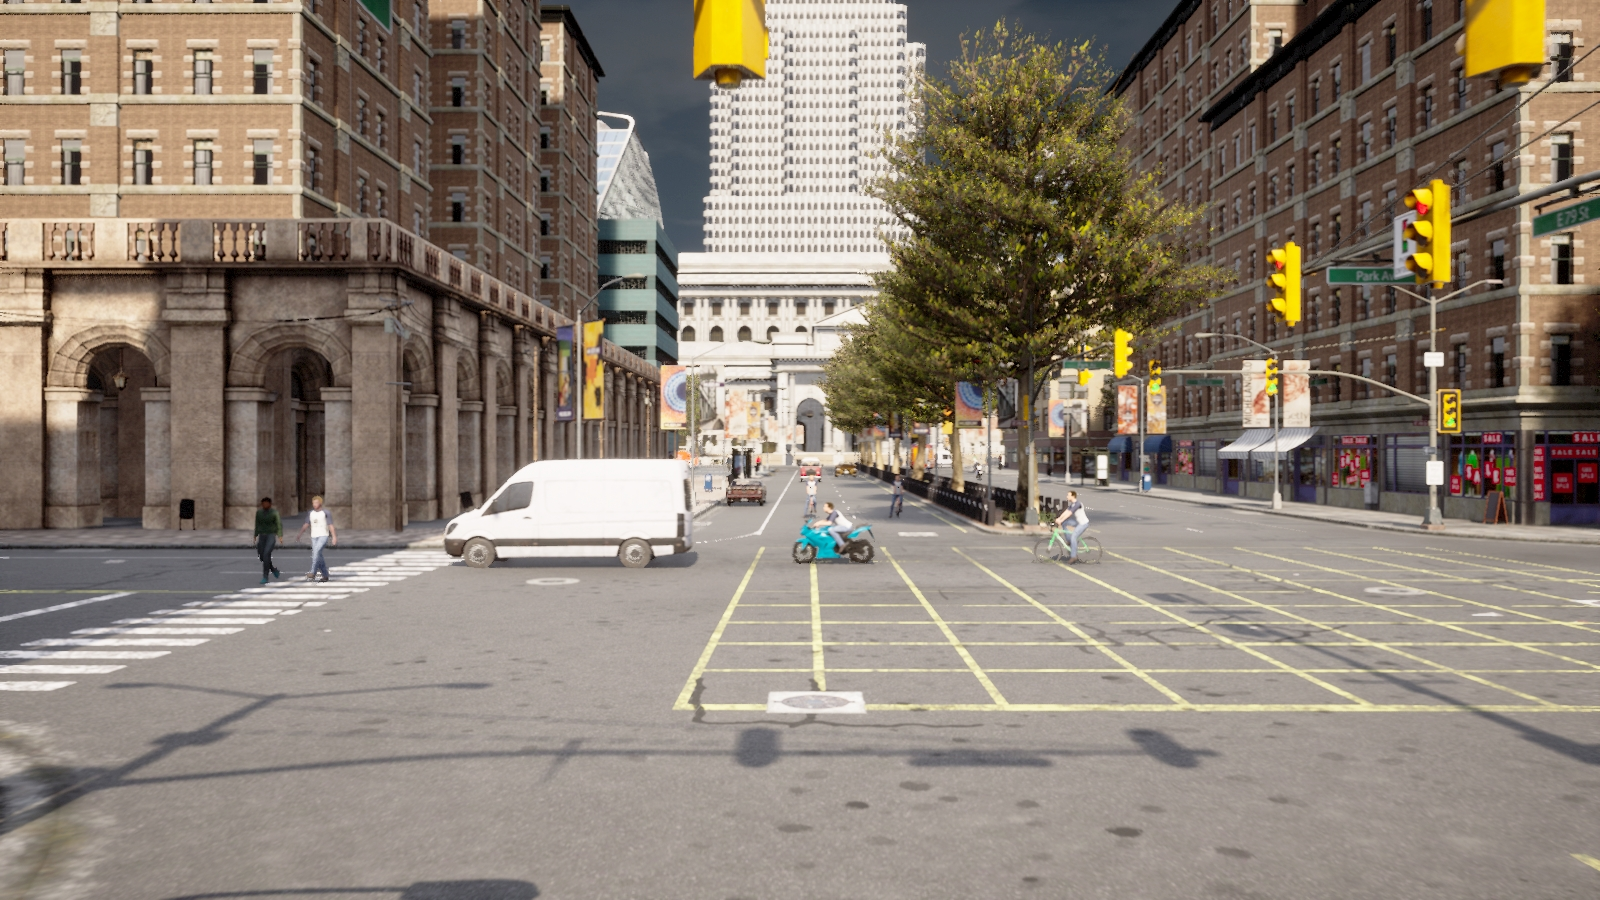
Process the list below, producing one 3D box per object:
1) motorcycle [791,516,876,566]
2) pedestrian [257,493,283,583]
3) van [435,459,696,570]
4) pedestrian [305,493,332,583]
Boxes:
[{"bbox_3d":[0.796,2.191,27.664,2.033,1.145,0.803,0,0,0],"label":"motorcycle"},{"bbox_3d":[-11.068,1.829,23.863,0.375,1.860,0.375,0,0,-1],"label":"pedestrian"},{"bbox_3d":[-5.579,1.513,27.693,5.915,2.561,1.988,0,0,0],"label":"van"},{"bbox_3d":[-10.045,1.830,23.850,0.375,1.860,0.375,0,0,10],"label":"pedestrian"}]
